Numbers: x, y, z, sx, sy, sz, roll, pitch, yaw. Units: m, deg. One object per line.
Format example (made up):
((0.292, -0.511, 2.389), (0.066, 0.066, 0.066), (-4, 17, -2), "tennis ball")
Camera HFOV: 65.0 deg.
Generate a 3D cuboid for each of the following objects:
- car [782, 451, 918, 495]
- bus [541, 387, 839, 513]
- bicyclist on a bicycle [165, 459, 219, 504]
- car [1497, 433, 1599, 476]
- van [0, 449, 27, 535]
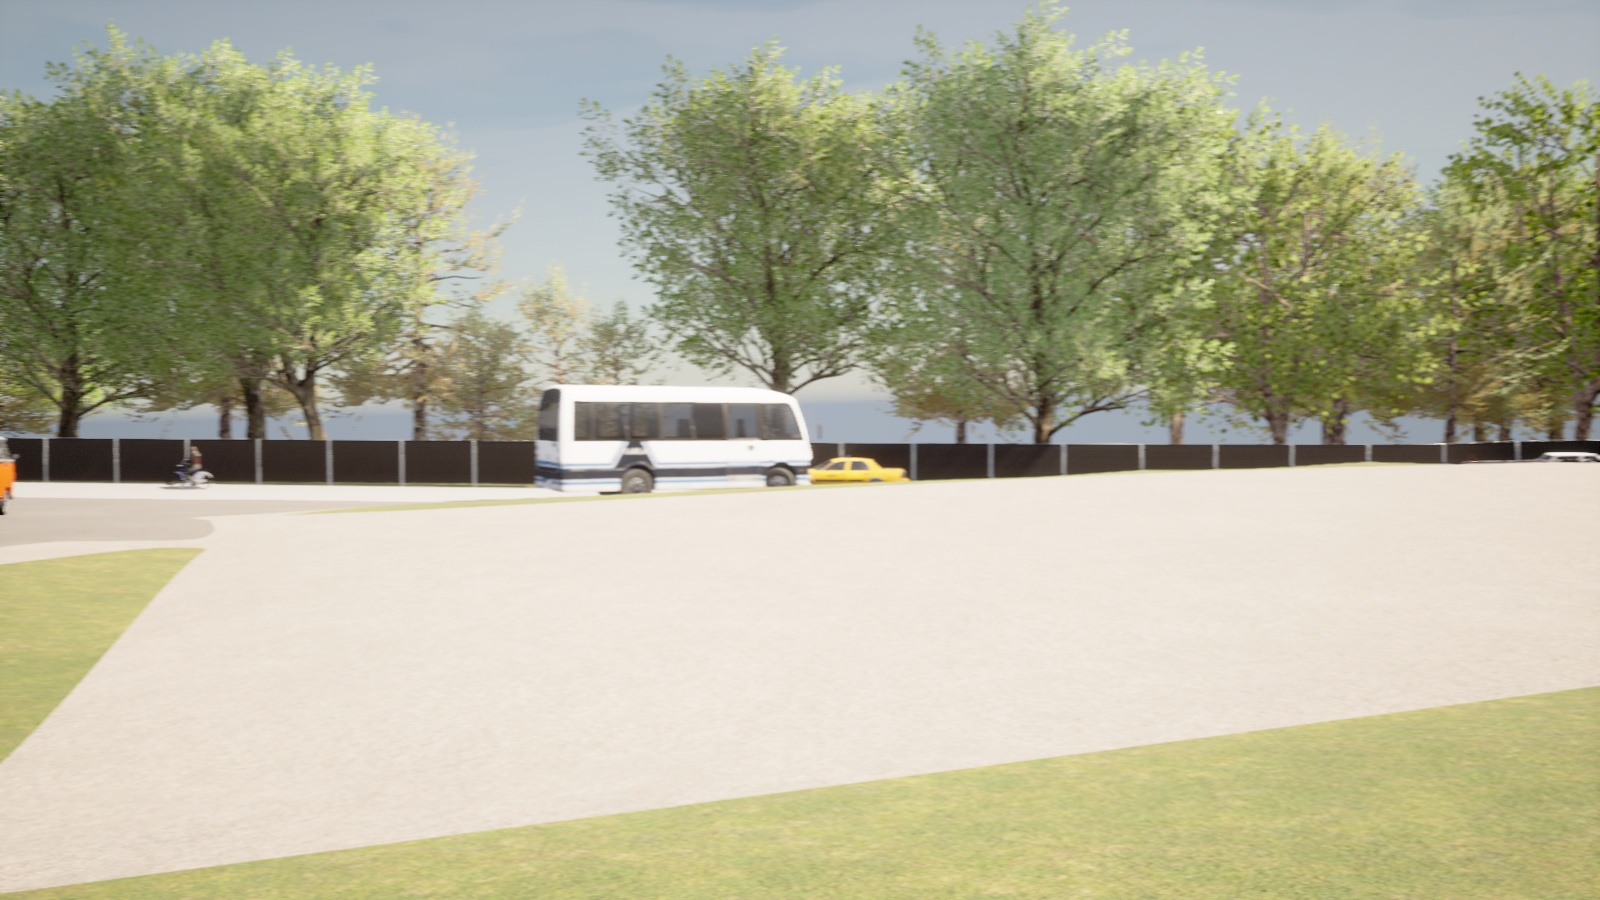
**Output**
((1.998, 0.910, 51.067), (5.366, 1.575, 1.801), (-1, 2, -2), "car")
((-4.033, -0.147, 46.955), (10.273, 4.253, 3.944), (-2, 2, -27), "bus")
((-24.698, 1.266, 51.017), (1.843, 1.776, 0.659), (0, 2, 4), "bicyclist on a bicycle")
((29.615, 0.152, 48.982), (3.806, 1.475, 1.970), (-2, 2, 11), "car")
((-19.434, 0.998, 28.969), (1.775, 1.987, 4.442), (-1, 0, -19), "van")
